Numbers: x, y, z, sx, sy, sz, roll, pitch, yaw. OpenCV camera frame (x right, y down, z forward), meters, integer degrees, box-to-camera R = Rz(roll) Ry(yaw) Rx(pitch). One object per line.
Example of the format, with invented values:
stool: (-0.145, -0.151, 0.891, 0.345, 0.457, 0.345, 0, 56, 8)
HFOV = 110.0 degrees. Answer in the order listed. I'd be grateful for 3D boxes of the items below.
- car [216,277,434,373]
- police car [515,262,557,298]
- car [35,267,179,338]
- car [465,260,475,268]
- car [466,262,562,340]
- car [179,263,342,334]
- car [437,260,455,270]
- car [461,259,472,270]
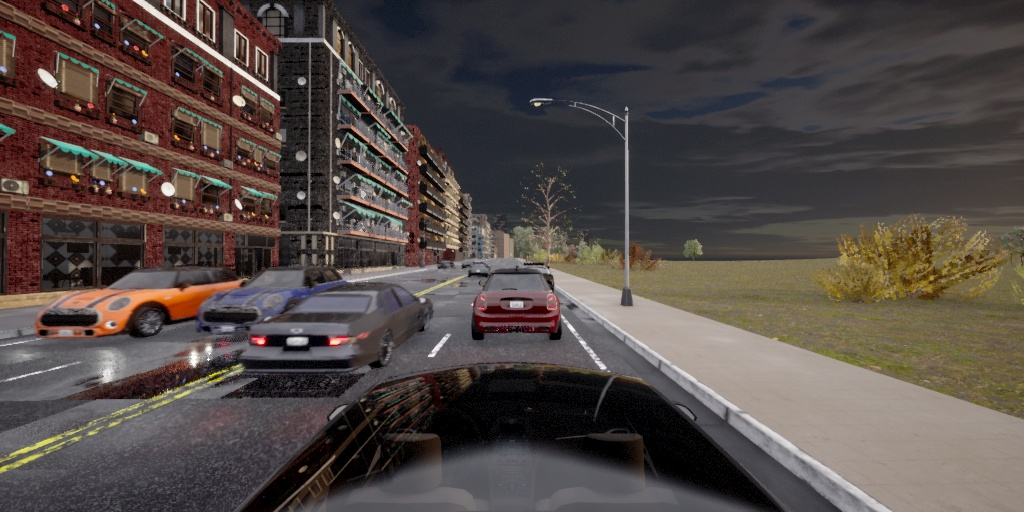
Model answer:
car: (-3.140, 1.298, 7.765, 2.033, 1.411, 5.357, 0, 0, 0)
police car: (1.173, 1.178, 19.622, 1.930, 1.638, 5.238, 0, 0, 0)
car: (-9.834, 1.103, 10.143, 2.097, 1.767, 4.553, 0, 0, 0)
car: (-3.082, 1.317, 34.853, 1.994, 1.385, 4.181, 0, 0, 0)
car: (0.112, 1.103, 10.126, 2.097, 1.767, 4.553, 0, 0, 0)
car: (-6.583, 1.103, 10.559, 2.097, 1.767, 4.553, 0, 0, 0)
car: (-9.738, 1.315, 53.117, 1.994, 1.385, 4.181, 0, 0, 0)
car: (-6.487, 1.256, 53.663, 1.837, 1.490, 4.892, 0, 0, 0)
